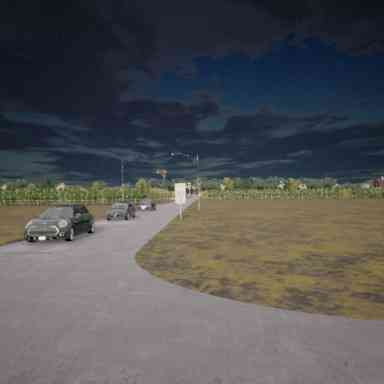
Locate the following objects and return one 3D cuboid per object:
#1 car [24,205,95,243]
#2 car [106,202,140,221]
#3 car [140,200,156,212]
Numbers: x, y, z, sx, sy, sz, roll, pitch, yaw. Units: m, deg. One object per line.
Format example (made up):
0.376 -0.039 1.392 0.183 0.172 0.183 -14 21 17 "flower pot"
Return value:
-6.666 1.498 17.178 2.097 1.767 4.553 -2 0 2 "car"
-6.275 1.699 29.701 1.837 1.490 4.892 -2 0 2 "car"
-5.843 1.760 42.932 2.128 1.511 4.902 -2 0 2 "car"
